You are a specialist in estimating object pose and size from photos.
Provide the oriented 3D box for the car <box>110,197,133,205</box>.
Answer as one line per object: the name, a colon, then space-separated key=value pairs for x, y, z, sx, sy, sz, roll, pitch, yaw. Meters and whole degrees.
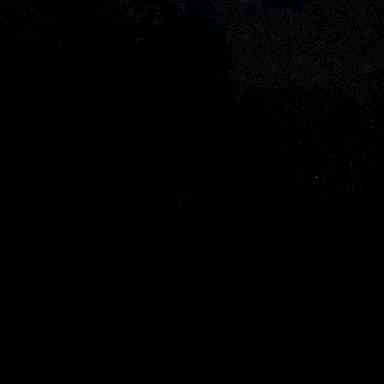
car: x=-13.763 y=1.688 z=59.850 sx=2.033 sy=1.411 sz=5.357 roll=-5 pitch=-2 yaw=35

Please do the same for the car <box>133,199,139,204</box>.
car: x=-13.028 y=1.829 z=66.065 sx=2.033 sy=1.411 sz=5.357 roll=-4 pitch=-2 yaw=35

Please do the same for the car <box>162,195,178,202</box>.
car: x=-4.618 y=1.361 z=72.769 sx=1.994 sy=1.385 sz=4.181 roll=-5 pitch=-2 yaw=35
